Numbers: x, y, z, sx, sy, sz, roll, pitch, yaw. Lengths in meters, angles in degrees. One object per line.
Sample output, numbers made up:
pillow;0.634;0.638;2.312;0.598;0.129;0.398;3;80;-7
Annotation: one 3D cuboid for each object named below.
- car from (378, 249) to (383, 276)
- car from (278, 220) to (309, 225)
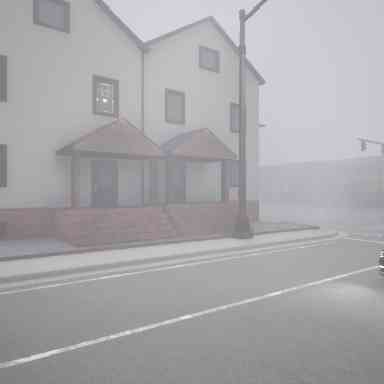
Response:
car;6.815;1.505;8.790;4.892;1.490;1.837;0;0;-35
car;8.723;3.430;31.101;1.837;1.490;4.892;-1;-12;-36
